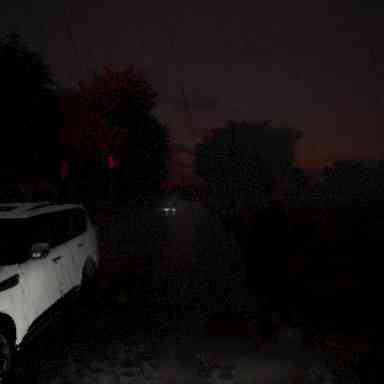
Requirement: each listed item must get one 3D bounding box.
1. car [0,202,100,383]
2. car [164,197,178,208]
[{"bbox_3d":[-3.100,1.219,5.167,2.150,2.045,5.566,0,0,0],"label":"car"},{"bbox_3d":[-3.072,1.523,49.314,2.128,1.511,4.902,0,0,0],"label":"car"}]
